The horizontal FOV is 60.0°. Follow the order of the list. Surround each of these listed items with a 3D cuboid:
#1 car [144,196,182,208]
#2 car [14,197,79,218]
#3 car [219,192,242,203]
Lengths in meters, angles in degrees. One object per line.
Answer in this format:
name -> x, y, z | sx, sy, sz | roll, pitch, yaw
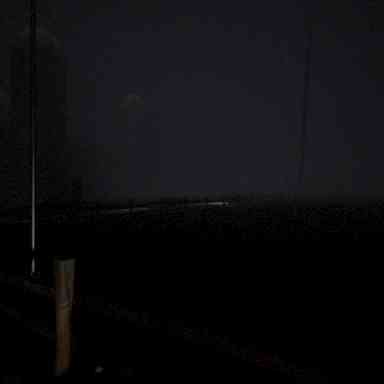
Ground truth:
car -> -3.275, 1.132, 38.262 | 1.895, 1.301, 4.718 | 1, 1, 35
car -> -11.514, 1.213, 26.565 | 1.882, 1.535, 5.008 | 1, 2, 35
car -> 5.987, 0.802, 51.311 | 2.128, 1.511, 4.902 | 1, 1, 36
